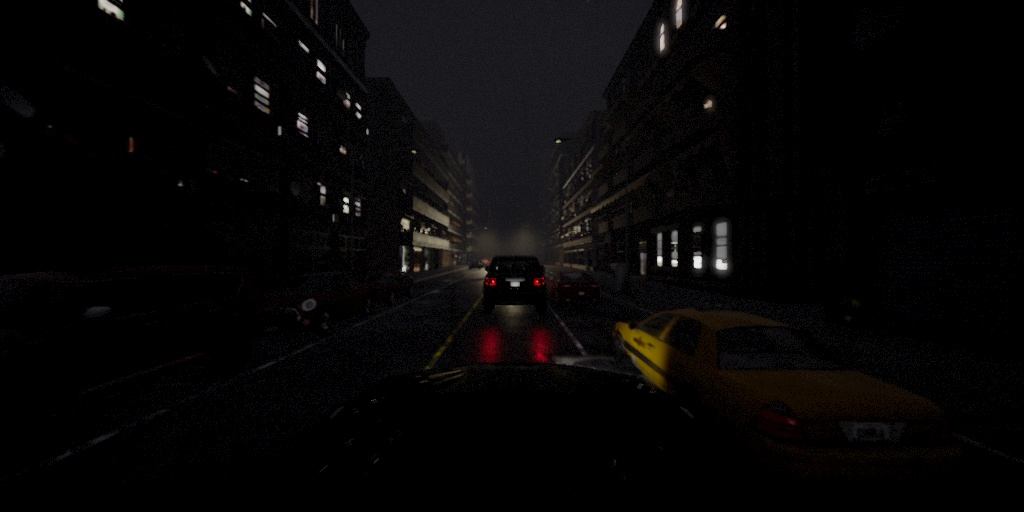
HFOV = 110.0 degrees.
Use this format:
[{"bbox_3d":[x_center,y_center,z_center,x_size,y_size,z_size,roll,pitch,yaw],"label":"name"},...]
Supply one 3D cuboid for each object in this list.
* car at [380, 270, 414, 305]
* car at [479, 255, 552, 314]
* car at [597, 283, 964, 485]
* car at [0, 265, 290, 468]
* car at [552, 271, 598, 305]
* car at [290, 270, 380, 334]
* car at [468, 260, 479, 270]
[{"bbox_3d":[-5.693,1.320,16.095,1.888,1.381,4.507,0,0,0],"label":"car"},{"bbox_3d":[0.100,0.993,14.066,2.150,2.045,5.566,0,0,0],"label":"car"},{"bbox_3d":[2.688,1.281,4.989,1.751,1.417,4.829,0,0,0],"label":"car"},{"bbox_3d":[-5.692,1.070,4.822,2.192,1.841,5.009,0,0,0],"label":"car"},{"bbox_3d":[2.688,1.320,16.091,1.888,1.381,4.507,0,0,0],"label":"car"},{"bbox_3d":[-5.693,1.205,10.458,1.967,1.591,4.097,0,0,0],"label":"car"},{"bbox_3d":[-5.695,1.389,55.547,2.007,1.370,4.403,0,0,0],"label":"car"}]
